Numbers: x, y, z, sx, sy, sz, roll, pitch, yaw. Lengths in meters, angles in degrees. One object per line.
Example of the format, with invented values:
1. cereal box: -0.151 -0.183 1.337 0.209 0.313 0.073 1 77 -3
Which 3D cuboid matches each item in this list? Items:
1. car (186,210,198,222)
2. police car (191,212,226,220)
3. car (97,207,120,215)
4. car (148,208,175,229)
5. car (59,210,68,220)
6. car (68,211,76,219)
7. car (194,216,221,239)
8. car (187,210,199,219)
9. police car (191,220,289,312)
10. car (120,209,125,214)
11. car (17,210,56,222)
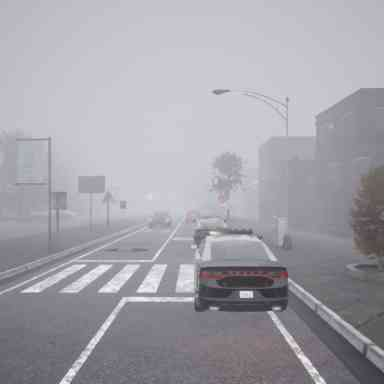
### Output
1. car: 0.203 3.277 46.658 2.097 1.767 4.553 0 -2 1
2. police car: 1.034 2.178 18.658 1.930 1.638 5.238 0 -2 0
3. car: -21.572 4.963 84.306 5.008 1.535 2.097 0 -2 0
4. car: -3.125 2.733 33.612 2.097 1.767 4.553 0 -2 0
5. car: -21.754 3.494 49.430 4.892 1.521 2.231 0 -2 0
6. car: -21.748 3.630 52.700 5.008 1.535 2.097 0 -2 0
7. car: 1.060 2.527 24.543 1.812 1.442 4.674 0 -2 0
8. car: 0.244 4.032 60.089 2.033 1.411 5.357 0 -2 0
9. police car: 0.998 1.766 8.656 1.930 1.638 5.238 0 -2 0
10. car: -21.554 5.217 89.868 5.008 1.535 2.097 0 -3 0
11. car: -21.773 3.395 46.155 4.674 1.452 2.002 0 -2 0
